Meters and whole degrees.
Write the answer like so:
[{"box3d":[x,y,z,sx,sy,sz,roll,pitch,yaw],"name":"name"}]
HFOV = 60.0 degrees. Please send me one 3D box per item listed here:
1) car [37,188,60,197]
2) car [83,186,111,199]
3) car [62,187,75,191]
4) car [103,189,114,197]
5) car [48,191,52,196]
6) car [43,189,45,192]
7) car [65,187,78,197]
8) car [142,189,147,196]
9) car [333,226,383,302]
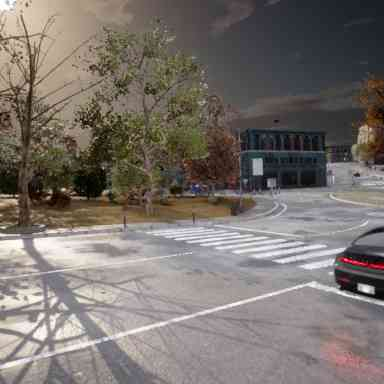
[{"box3d":[-32.434,0.101,75.250,2.185,1.767,4.553,0,2,18],"name":"car"},{"box3d":[-18.280,0.053,64.423,2.435,2.045,5.566,-2,2,17],"name":"car"},{"box3d":[-25.392,0.061,69.763,2.435,2.045,5.566,0,2,17],"name":"car"},{"box3d":[-13.518,0.124,60.817,2.185,1.767,4.553,-2,2,16],"name":"car"},{"box3d":[-27.743,0.293,71.614,2.231,1.521,4.892,-1,2,18],"name":"car"},{"box3d":[-30.077,0.261,73.450,2.097,1.535,5.008,0,2,18],"name":"car"},{"box3d":[-23.024,0.350,67.963,2.163,1.488,4.792,-1,2,17],"name":"car"},{"box3d":[-8.722,-0.083,57.303,2.435,2.045,5.566,-1,2,16],"name":"car"},{"box3d":[5.118,1.484,7.423,4.892,1.490,1.837,-1,0,-35],"name":"car"}]
